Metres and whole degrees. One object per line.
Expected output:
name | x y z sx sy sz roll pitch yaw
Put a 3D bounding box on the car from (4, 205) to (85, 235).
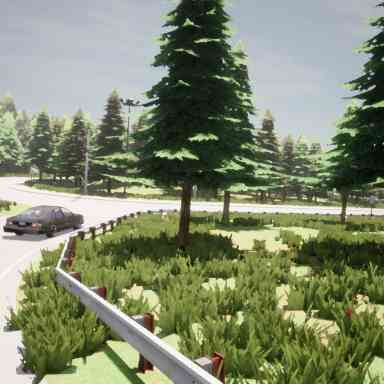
car | -7.394 1.410 17.288 2.033 1.411 5.357 4 1 3
